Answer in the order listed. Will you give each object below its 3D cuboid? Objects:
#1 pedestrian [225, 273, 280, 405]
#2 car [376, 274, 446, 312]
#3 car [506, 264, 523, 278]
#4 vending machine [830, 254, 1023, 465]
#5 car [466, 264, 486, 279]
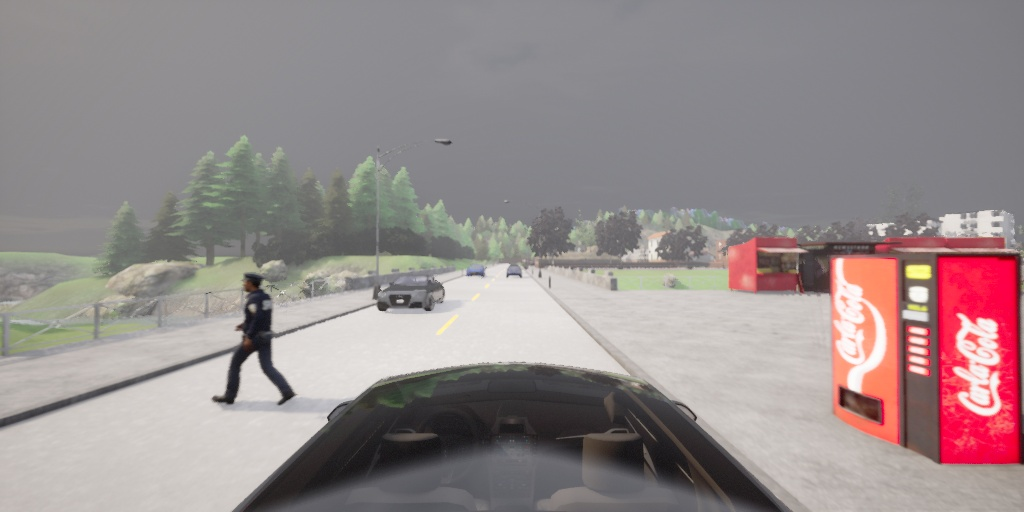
[{"bbox_3d":[-3.465,1.081,4.810,0.375,1.860,0.375,0,-1,0],"label":"pedestrian"},{"bbox_3d":[-4.059,1.472,15.019,1.994,1.385,4.181,0,0,0],"label":"car"},{"bbox_3d":[0.239,1.781,41.658,2.033,1.411,5.357,0,-1,1],"label":"car"},{"bbox_3d":[4.303,0.972,3.835,1.100,2.100,0.880,0,0,0],"label":"vending machine"},{"bbox_3d":[-3.971,1.697,40.548,1.882,1.535,5.008,0,-1,0],"label":"car"}]
